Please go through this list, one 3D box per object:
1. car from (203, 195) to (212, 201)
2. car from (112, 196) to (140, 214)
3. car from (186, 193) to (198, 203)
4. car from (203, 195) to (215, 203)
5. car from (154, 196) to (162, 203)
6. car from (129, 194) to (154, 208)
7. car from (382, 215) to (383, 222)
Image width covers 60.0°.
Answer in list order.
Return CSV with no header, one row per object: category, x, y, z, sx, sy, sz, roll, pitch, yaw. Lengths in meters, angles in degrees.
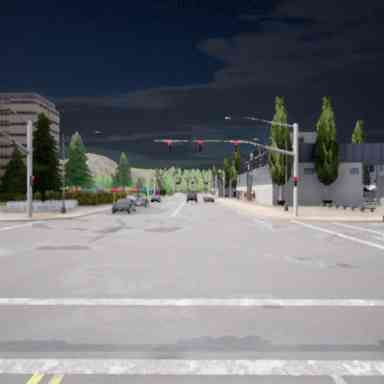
car,3.495,1.349,77.039,1.895,1.301,4.718,0,0,0
car,-7.119,1.458,35.213,1.837,1.490,4.892,0,0,1
car,-0.005,1.134,66.356,2.150,2.045,5.566,0,0,0
car,3.495,1.513,66.731,1.895,1.301,4.718,0,0,0
car,-7.030,1.462,65.205,2.033,1.411,5.357,0,0,0
car,-7.090,1.431,46.481,2.128,1.511,4.902,0,0,0
car,14.977,1.476,21.498,4.892,1.490,1.837,0,0,0
